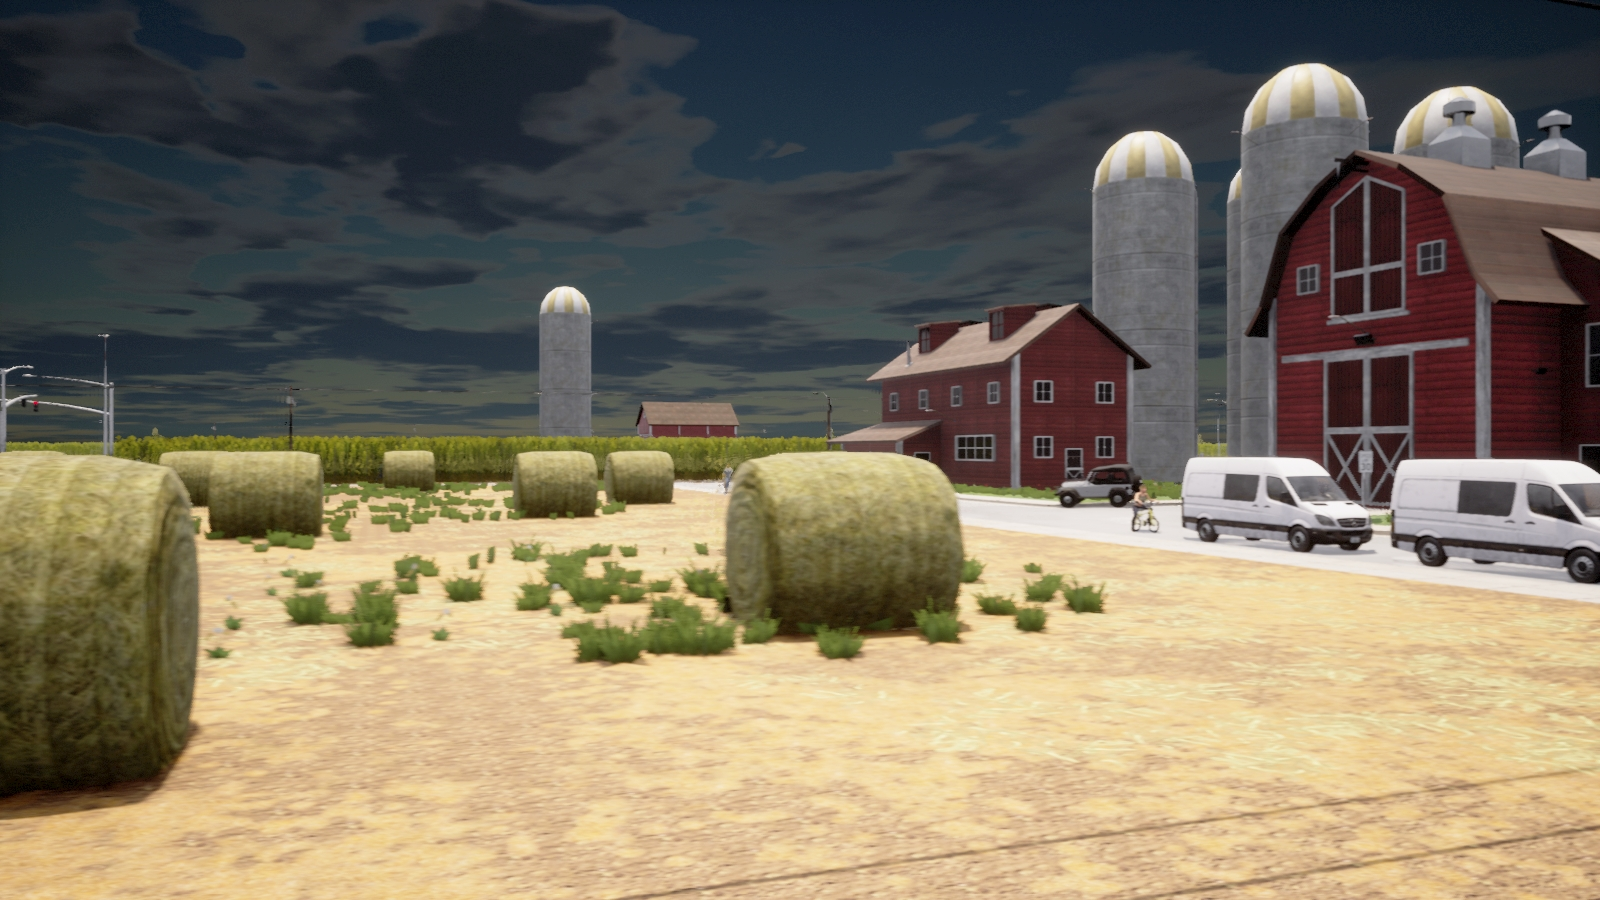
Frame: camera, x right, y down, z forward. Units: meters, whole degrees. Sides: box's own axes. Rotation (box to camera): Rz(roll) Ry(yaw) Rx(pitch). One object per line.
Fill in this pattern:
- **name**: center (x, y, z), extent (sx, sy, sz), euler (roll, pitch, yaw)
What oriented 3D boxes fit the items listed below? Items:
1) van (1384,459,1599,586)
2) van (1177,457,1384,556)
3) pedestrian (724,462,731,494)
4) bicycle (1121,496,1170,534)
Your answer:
- **van**: center (16.457, 1.505, 25.886), extent (1.988, 2.561, 5.915), euler (0, 0, -21)
- **van**: center (13.698, 1.508, 33.100), extent (1.988, 2.561, 5.915), euler (0, 0, -21)
- **pedestrian**: center (-4.304, 1.671, 68.083), extent (0.375, 1.860, 0.375), euler (0, 0, -1)
- **bicycle**: center (11.627, 2.182, 38.521), extent (0.859, 1.176, 1.487), euler (0, 0, -21)
